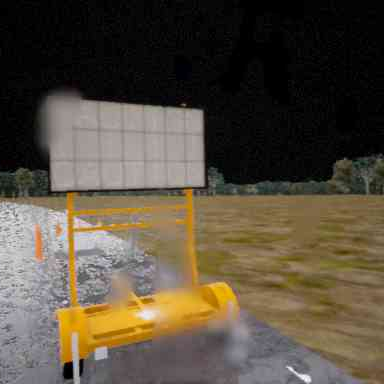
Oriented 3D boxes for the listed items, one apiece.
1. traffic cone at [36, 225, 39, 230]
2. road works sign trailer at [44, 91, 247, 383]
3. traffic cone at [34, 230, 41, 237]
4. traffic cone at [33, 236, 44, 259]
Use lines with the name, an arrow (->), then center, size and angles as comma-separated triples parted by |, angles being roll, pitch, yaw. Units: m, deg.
traffic cone -> -6.750, 1.852, 14.557 | 0.340, 0.580, 0.340 | -2, 1, -25
road works sign trailer -> -0.927, 0.381, 5.135 | 2.380, 3.560, 2.880 | -2, 1, -25
traffic cone -> -5.894, 1.863, 12.750 | 0.340, 0.580, 0.340 | -2, 1, -25
traffic cone -> -5.037, 1.874, 10.942 | 0.340, 0.580, 0.340 | -2, 1, -25
